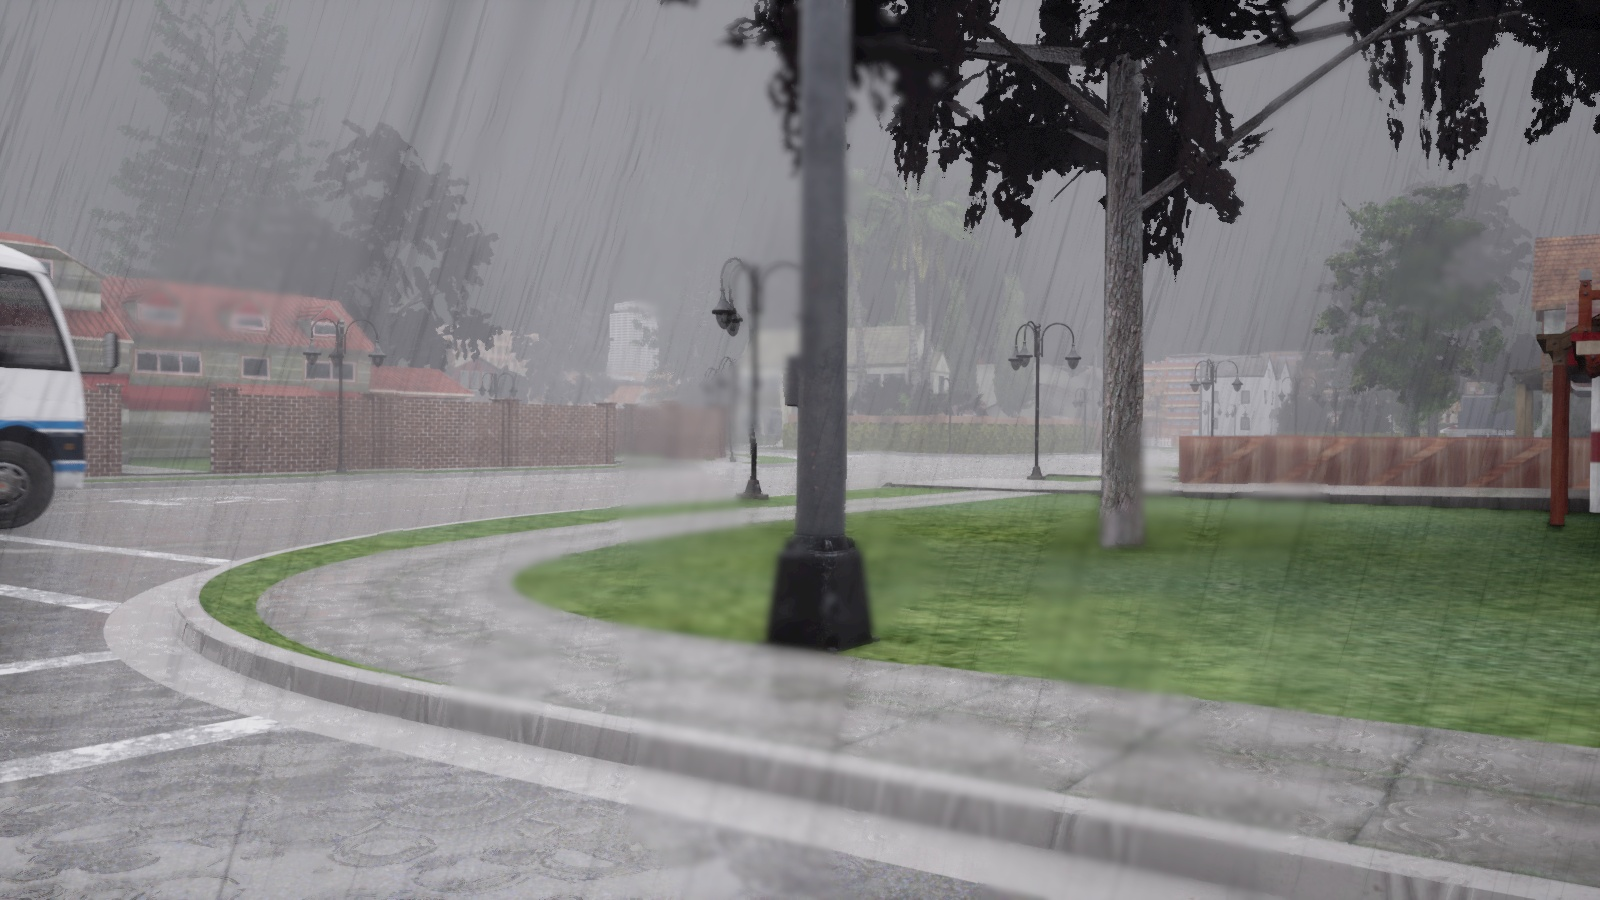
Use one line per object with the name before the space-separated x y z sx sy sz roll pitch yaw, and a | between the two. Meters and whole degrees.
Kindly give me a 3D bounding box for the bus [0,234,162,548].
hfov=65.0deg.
bus | -13.354 -0.738 15.272 3.944 4.253 10.273 -1 0 16
